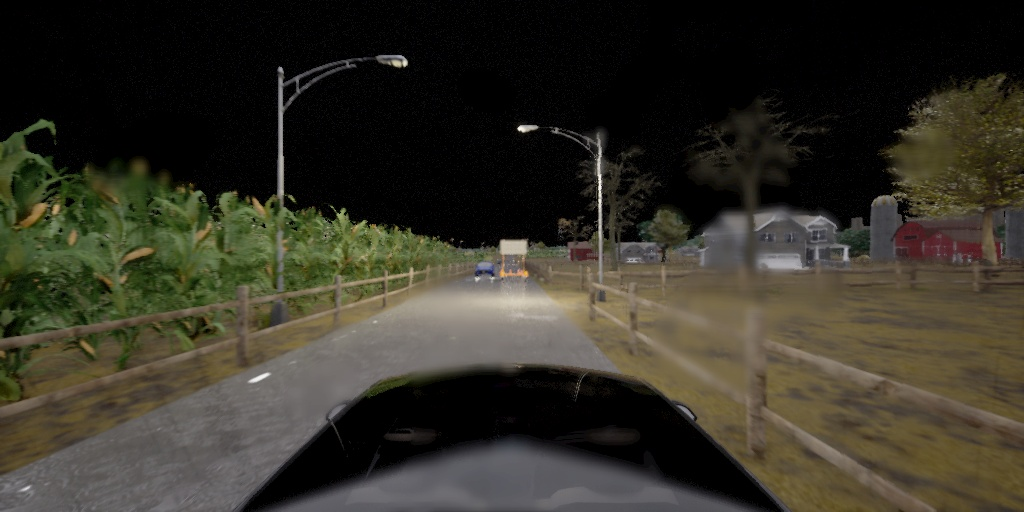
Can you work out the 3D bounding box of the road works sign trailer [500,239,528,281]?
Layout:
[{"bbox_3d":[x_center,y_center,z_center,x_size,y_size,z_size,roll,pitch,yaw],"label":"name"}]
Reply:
[{"bbox_3d":[0.121,0.300,31.091,2.380,3.560,2.880,0,0,-5],"label":"road works sign trailer"}]

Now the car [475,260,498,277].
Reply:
[{"bbox_3d":[-2.835,1.359,38.353,1.882,1.535,5.008,0,0,0],"label":"car"}]
